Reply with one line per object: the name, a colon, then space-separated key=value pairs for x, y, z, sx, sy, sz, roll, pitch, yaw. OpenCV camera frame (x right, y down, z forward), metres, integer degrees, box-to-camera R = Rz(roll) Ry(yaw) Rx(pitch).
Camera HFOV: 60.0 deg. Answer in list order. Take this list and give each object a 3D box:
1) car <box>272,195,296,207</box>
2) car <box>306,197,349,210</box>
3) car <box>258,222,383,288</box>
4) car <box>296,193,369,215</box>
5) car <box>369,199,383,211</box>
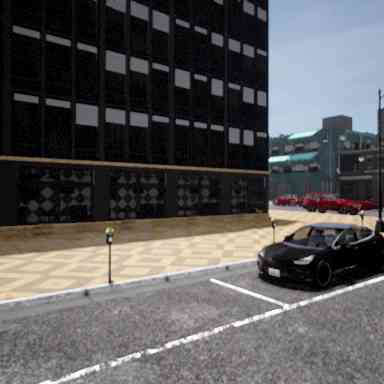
car: x=12.458 y=1.061 z=43.277 sx=1.967 sy=1.590 sz=4.097 roll=1 pitch=0 yaw=-36
car: x=15.739 y=1.272 z=38.805 sx=1.802 sy=1.307 sz=4.206 roll=1 pitch=0 yaw=-36
car: x=3.744 y=1.550 z=9.222 sx=4.313 sy=1.339 sz=1.947 roll=0 pitch=0 yaw=-35
car: x=12.272 y=1.048 z=29.376 sx=2.192 sy=1.841 sz=5.009 roll=1 pitch=0 yaw=-36
car: x=19.022 y=1.303 z=34.336 sx=1.887 sy=1.381 sz=4.507 roll=1 pitch=0 yaw=-36
